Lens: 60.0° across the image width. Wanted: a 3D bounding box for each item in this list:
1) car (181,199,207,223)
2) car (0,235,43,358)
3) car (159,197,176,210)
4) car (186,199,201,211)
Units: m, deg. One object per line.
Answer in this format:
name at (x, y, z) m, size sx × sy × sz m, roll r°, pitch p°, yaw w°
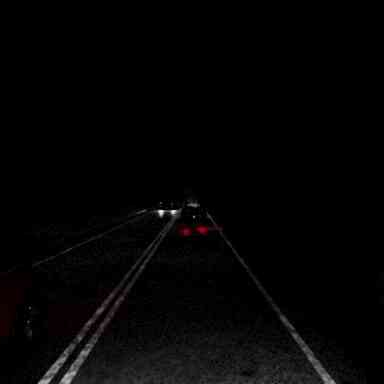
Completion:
car at (0.139, 1.563, 26.000) m, size 2.128 × 1.511 × 4.902 m, roll 0°, pitch 0°, yaw 0°
car at (-3.347, 1.354, 3.209) m, size 2.097 × 1.767 × 4.553 m, roll 0°, pitch 0°, yaw 0°
car at (-3.259, 1.479, 44.778) m, size 2.097 × 1.767 × 4.553 m, roll 0°, pitch 0°, yaw 0°
car at (0.174, 1.648, 42.952) m, size 1.812 × 1.442 × 4.674 m, roll 0°, pitch 0°, yaw 0°
